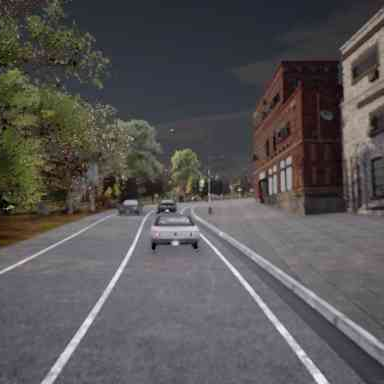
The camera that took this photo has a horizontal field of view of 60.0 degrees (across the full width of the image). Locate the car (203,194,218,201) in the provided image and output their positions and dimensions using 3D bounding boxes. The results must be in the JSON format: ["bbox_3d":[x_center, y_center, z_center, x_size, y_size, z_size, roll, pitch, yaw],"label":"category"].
[{"bbox_3d":[3.965,1.126,71.067,1.837,1.490,4.892,-3,-1,29],"label":"car"}]

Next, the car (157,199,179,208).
[{"bbox_3d":[-2.362,1.408,32.543,1.837,1.490,4.892,0,1,-3],"label":"car"}]

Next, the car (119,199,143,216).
[{"bbox_3d":[-5.696,1.430,31.335,1.812,1.442,4.674,0,0,-3],"label":"car"}]

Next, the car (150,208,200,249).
[{"bbox_3d":[-0.812,1.594,14.547,1.895,1.301,4.718,0,0,-5],"label":"car"}]
